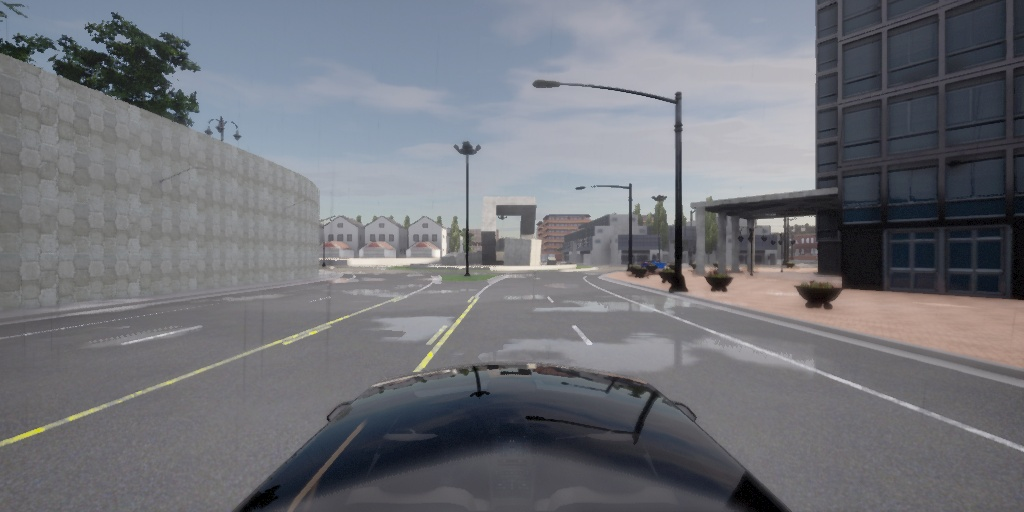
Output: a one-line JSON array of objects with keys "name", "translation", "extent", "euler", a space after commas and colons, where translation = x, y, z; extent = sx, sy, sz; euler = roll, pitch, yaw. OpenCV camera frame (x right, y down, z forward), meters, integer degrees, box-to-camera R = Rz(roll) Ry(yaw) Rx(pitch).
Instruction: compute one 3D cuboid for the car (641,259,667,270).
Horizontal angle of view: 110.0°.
[{"name": "car", "translation": [20.432, 1.233, 51.466], "extent": [5.008, 1.535, 1.882], "euler": [0, 0, -40]}]
